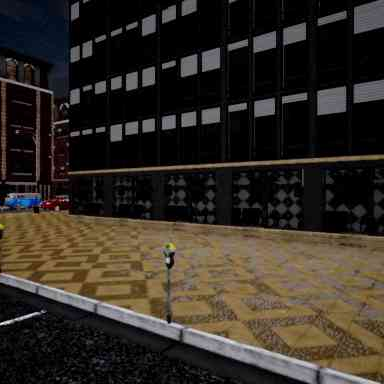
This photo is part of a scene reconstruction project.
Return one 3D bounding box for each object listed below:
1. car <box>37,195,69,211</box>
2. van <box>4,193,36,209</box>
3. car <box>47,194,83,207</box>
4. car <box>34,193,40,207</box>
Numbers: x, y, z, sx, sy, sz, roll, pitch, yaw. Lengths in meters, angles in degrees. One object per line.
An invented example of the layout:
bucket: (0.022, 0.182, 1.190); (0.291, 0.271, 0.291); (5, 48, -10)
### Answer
car: (-13.582, 1.269, 35.145); (1.887, 1.381, 4.507); (1, 1, 35)
van: (-20.059, 1.050, 39.628); (1.690, 1.788, 3.998); (1, 1, 35)
car: (-16.824, 1.079, 44.269); (1.967, 1.590, 4.097); (1, 1, 35)
car: (-16.287, 1.202, 40.749); (1.812, 1.442, 4.674); (0, 1, 35)
